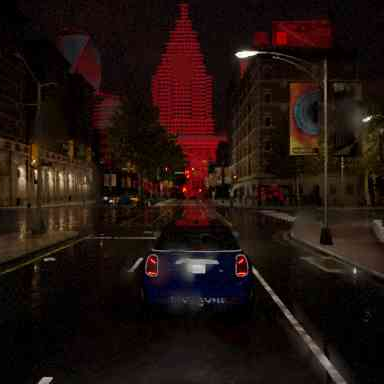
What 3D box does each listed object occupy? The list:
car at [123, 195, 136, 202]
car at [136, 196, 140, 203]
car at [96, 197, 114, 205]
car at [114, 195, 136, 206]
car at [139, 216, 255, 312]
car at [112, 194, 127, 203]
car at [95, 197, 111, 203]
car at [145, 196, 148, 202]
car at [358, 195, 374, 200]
[{"bbox_3d":[-14.734,1.525,78.410,2.128,1.511,4.902,0,0,0],"label":"car"},{"bbox_3d":[-11.306,1.478,65.873,1.882,1.535,5.008,0,0,1],"label":"car"},{"bbox_3d":[-14.881,1.547,57.899,2.033,1.411,5.357,0,0,0],"label":"car"},{"bbox_3d":[-11.391,1.526,56.725,1.812,1.442,4.674,0,0,0],"label":"car"},{"bbox_3d":[0.100,1.352,7.891,2.097,1.767,4.553,0,0,0],"label":"car"},{"bbox_3d":[-14.770,1.352,68.009,2.097,1.767,4.553,0,0,0],"label":"car"},{"bbox_3d":[-18.021,1.595,67.401,1.895,1.301,4.718,0,0,0],"label":"car"},{"bbox_3d":[-11.243,1.553,75.746,1.994,1.385,4.181,0,0,0],"label":"car"},{"bbox_3d":[34.678,1.481,68.615,2.231,1.521,4.892,0,0,0],"label":"car"}]
